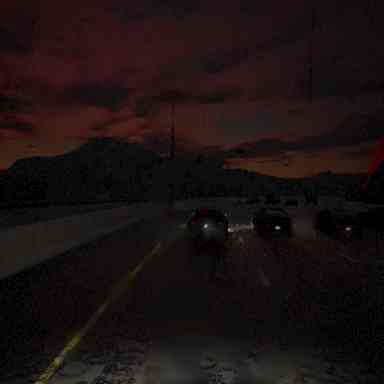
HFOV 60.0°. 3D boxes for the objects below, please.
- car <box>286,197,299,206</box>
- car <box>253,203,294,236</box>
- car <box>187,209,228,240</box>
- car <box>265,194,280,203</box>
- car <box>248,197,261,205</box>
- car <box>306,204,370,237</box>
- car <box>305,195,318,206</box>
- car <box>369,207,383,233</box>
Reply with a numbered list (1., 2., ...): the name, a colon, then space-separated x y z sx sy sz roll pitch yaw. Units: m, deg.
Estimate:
1. car: 19.191 1.773 63.514 1.882 1.535 5.008 0 0 22
2. car: 4.520 1.596 18.831 1.812 1.442 4.674 1 0 6
3. car: 0.869 1.580 17.141 1.994 1.385 4.181 1 0 6
4. car: 15.617 1.464 64.302 2.150 2.045 5.566 0 0 23
5. car: 12.123 1.697 64.683 1.837 1.490 4.892 0 -1 22
6. car: 8.027 1.648 18.820 1.812 1.442 4.674 1 0 7
7. car: 22.542 1.565 62.747 2.150 2.045 5.566 0 0 23
8. car: 11.776 1.668 20.639 2.128 1.511 4.902 1 0 7
